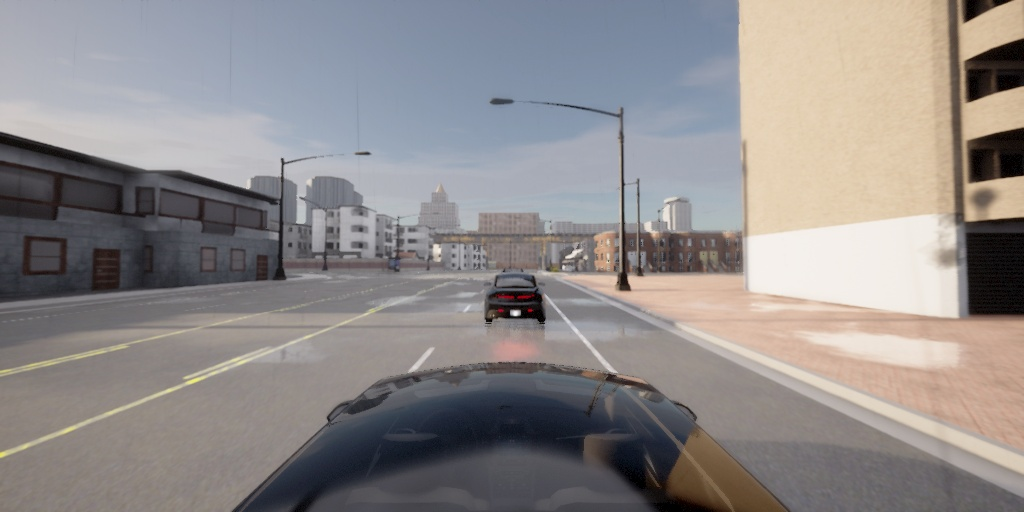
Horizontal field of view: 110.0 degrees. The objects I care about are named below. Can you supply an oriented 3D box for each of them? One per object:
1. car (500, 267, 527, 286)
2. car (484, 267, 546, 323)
[{"bbox_3d":[0.094,1.537,27.955,1.895,1.301,4.718,0,-1,0],"label":"car"},{"bbox_3d":[0.098,1.317,12.310,1.837,1.490,4.892,0,0,0],"label":"car"}]
